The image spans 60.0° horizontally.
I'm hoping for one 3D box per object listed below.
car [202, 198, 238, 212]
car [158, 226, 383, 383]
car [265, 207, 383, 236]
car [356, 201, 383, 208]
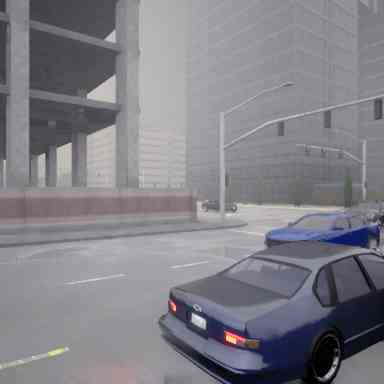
[{"bbox_3d":[3.053,1.505,37.394,1.837,1.490,4.892,0,0,-36],"label":"car"},{"bbox_3d":[2.130,1.547,5.310,5.357,1.411,2.033,0,0,-35],"label":"car"},{"bbox_3d":[4.642,1.477,11.645,5.008,1.535,1.882,0,0,-36],"label":"car"},{"bbox_3d":[11.314,1.352,20.938,4.553,1.767,2.097,0,0,-37],"label":"car"}]
